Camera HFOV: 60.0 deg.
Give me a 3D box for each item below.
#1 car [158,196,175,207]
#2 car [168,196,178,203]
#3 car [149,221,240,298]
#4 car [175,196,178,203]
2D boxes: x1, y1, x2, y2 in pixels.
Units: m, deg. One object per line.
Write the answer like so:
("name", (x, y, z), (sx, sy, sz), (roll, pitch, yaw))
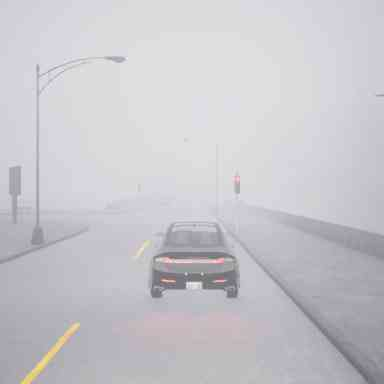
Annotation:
("car", (-4.119, 1.547, 50.882), (2.033, 1.411, 5.357), (0, 0, 0))
("car", (-4.030, 1.552, 70.782), (1.994, 1.385, 4.181), (0, 0, 0))
("car", (0.058, 1.492, 8.491), (2.128, 1.511, 4.902), (0, 0, 0))
("car", (-4.094, 1.601, 60.653), (1.895, 1.301, 4.718), (0, 0, 0))
